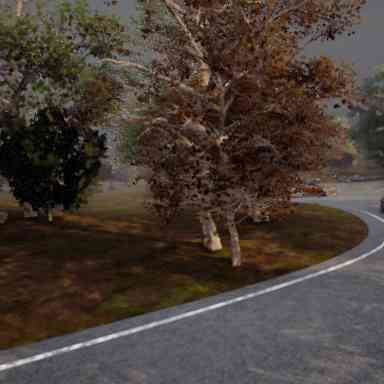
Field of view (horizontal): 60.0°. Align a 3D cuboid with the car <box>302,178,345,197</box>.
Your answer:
[{"bbox_3d":[14.982,-0.382,38.664,2.097,1.767,4.553,-4,3,-17],"label":"car"}]

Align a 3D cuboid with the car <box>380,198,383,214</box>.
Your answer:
[{"bbox_3d":[12.946,0.755,20.298,1.812,1.442,4.674,-3,2,14],"label":"car"}]

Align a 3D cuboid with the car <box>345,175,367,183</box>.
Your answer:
[{"bbox_3d":[32.132,-2.610,66.263,4.902,1.511,2.128,-3,3,0],"label":"car"}]

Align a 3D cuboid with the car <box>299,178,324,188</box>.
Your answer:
[{"bbox_3d":[21.386,-1.577,59.583,4.181,1.385,1.994,-6,3,-32],"label":"car"}]
